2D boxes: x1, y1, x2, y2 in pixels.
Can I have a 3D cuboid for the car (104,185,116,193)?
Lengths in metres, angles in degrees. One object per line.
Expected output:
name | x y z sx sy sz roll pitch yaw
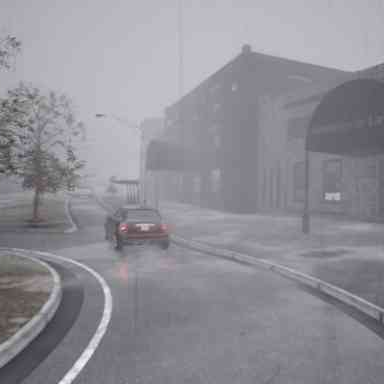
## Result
car | -20.687 -0.462 82.239 2.097 1.535 5.008 1 1 -11

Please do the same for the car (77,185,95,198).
car | -16.881 -0.109 52.700 2.150 2.045 5.566 1 1 -15

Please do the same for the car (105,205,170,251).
car | -2.507 1.355 14.411 2.097 1.767 4.553 1 0 -21

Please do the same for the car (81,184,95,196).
car | -19.704 -0.380 63.080 2.150 2.045 5.566 1 1 -13
